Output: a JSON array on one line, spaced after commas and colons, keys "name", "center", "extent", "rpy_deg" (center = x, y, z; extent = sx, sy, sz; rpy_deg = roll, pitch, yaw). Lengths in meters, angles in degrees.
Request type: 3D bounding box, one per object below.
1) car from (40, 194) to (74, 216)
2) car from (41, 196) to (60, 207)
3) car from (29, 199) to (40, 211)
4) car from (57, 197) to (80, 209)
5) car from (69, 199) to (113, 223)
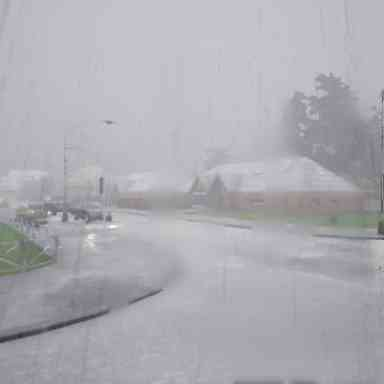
[{"name": "car", "center": [-13.452, 1.254, 33.834], "extent": [2.150, 2.045, 5.566], "rpy_deg": [0, 0, -36]}, {"name": "car", "center": [-23.252, 1.530, 54.680], "extent": [1.882, 1.535, 5.008], "rpy_deg": [0, 0, -35]}, {"name": "car", "center": [-19.266, 1.603, 42.063], "extent": [1.994, 1.385, 4.181], "rpy_deg": [0, 0, -35]}, {"name": "car", "center": [-17.334, 1.524, 46.441], "extent": [1.882, 1.535, 5.008], "rpy_deg": [0, 0, -35]}, {"name": "car", "center": [-7.728, 1.532, 25.787], "extent": [1.837, 1.490, 4.892], "rpy_deg": [0, 0, -35]}]
